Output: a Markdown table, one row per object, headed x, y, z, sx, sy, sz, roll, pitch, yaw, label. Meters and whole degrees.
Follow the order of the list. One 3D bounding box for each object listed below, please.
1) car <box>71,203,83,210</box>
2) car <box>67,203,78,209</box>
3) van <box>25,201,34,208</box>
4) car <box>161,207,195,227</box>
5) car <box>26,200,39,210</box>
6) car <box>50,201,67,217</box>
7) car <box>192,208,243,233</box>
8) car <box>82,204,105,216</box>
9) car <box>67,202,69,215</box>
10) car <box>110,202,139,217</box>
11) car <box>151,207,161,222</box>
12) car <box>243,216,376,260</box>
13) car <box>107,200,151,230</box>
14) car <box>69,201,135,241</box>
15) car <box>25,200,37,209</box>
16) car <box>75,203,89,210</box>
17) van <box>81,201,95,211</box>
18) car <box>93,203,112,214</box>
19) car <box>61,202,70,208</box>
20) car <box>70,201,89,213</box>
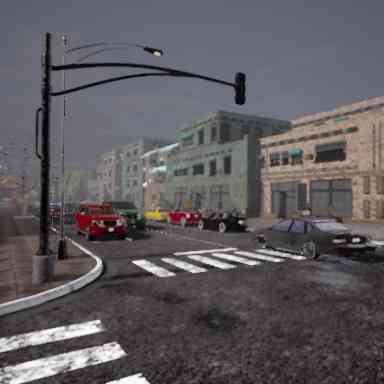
| x | y | z | sx | sy | sz | roll | pitch | yaw | label |
| --- | --- | --- | --- | --- | --- | --- | --- | --- | --- |
| -24.700 | 3.054 | 71.424 | 1.802 | 1.307 | 4.206 | 0 | -1 | -29 | car |
| -27.378 | 3.159 | 76.282 | 1.802 | 1.307 | 4.206 | 0 | -1 | -29 | car |
| -40.074 | 3.004 | 81.957 | 1.690 | 1.788 | 3.998 | 0 | -1 | -29 | van |
| -0.596 | 1.961 | 27.705 | 1.967 | 1.590 | 4.097 | 0 | -1 | -29 | car |
| -32.038 | 2.897 | 67.380 | 2.008 | 1.369 | 4.403 | 0 | -1 | -29 | car |
| -15.969 | 2.153 | 38.234 | 1.967 | 1.590 | 4.097 | 0 | -1 | -29 | car |
| 2.083 | 1.981 | 22.845 | 1.947 | 1.339 | 4.313 | 0 | -1 | -29 | car |
| -13.658 | 2.397 | 45.932 | 2.128 | 1.511 | 4.902 | 1 | -2 | -28 | car |
| -16.638 | 2.222 | 44.932 | 2.097 | 1.767 | 4.553 | 1 | -1 | -28 | car |
| -8.631 | 2.154 | 42.281 | 2.192 | 1.841 | 5.009 | 0 | -1 | -29 | car |
| -3.356 | 2.155 | 32.710 | 1.752 | 1.417 | 4.829 | 0 | -1 | -29 | car |
| 4.415 | 1.709 | 13.171 | 2.033 | 1.411 | 5.357 | 1 | -2 | -22 | car |
| -5.148 | 1.635 | 23.983 | 2.150 | 2.045 | 5.566 | 1 | -2 | -29 | car |
| -5.256 | 1.605 | 18.804 | 2.192 | 1.841 | 5.009 | 0 | -1 | -29 | car |
| -37.395 | 2.873 | 77.100 | 2.192 | 1.841 | 5.009 | 0 | -1 | -29 | car |
| -22.021 | 2.911 | 66.567 | 1.887 | 1.381 | 4.507 | 0 | -1 | -29 | car |
| -19.344 | 2.602 | 61.713 | 1.690 | 1.788 | 3.998 | 0 | -1 | -29 | van |
| -13.987 | 2.490 | 51.995 | 1.967 | 1.590 | 4.097 | 0 | -1 | -29 | car |
| -32.734 | 3.370 | 85.998 | 1.802 | 1.307 | 4.206 | 0 | -1 | -29 | car |
| -18.536 | 2.448 | 54.685 | 2.097 | 1.767 | 4.553 | 1 | -2 | -29 | car |
